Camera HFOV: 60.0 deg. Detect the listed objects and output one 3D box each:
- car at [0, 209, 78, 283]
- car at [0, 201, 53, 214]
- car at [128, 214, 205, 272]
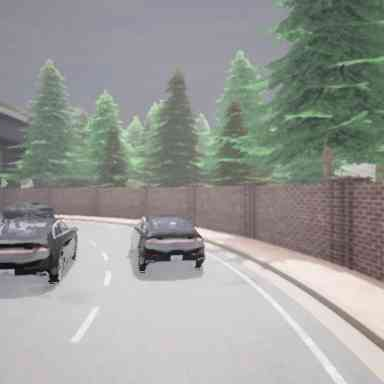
[{"bbox_3d":[-4.405,1.471,9.379,2.128,1.511,4.902,0,0,-12],"label":"car"},{"bbox_3d":[-12.167,1.447,24.279,4.892,1.490,1.837,0,-1,29],"label":"car"},{"bbox_3d":[-0.960,1.465,10.844,2.128,1.511,4.902,0,0,-14],"label":"car"}]
